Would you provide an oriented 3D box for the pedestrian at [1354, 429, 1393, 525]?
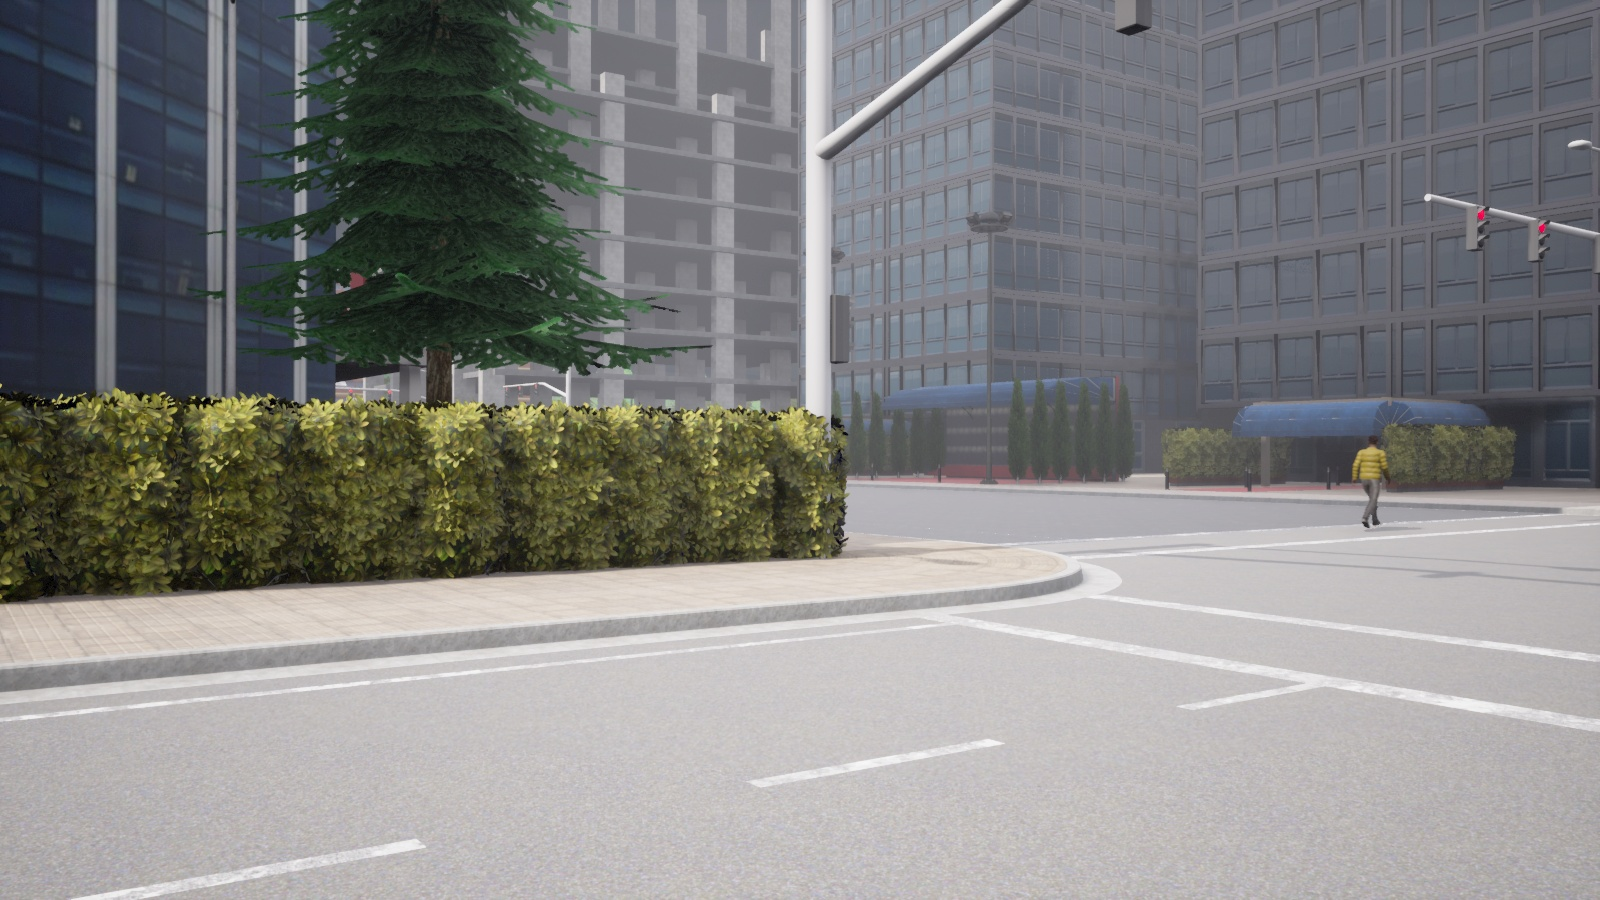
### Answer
[{"bbox_3d":[11.172,0.519,24.469,0.709,1.840,0.431,0,0,-41],"label":"pedestrian"}]
